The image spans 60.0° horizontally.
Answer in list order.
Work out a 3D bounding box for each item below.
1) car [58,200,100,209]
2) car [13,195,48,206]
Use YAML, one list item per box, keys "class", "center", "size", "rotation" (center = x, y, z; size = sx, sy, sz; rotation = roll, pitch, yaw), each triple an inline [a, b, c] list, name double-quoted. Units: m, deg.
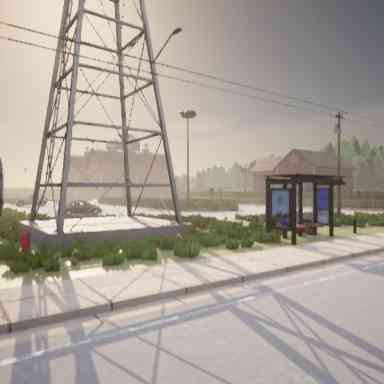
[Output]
- class: "car"
  center: [-10.646, 1.473, 31.648]
  size: [3.905, 1.438, 1.784]
  rotation: [0, 0, -36]
- class: "car"
  center: [-24.061, 1.260, 49.686]
  size: [4.605, 1.855, 1.932]
  rotation: [0, 0, -36]
